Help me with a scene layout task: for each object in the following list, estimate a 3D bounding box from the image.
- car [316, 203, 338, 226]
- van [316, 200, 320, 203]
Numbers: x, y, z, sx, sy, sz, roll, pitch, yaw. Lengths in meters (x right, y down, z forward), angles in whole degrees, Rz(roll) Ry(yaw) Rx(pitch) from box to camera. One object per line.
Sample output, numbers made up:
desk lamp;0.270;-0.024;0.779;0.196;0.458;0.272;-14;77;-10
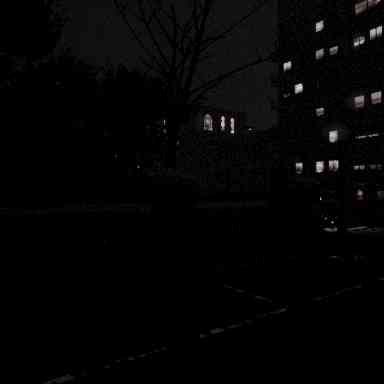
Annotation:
car;8.399;1.801;25.727;2.033;1.411;5.357;0;-1;-36
van;10.568;1.646;32.574;1.690;1.788;3.998;-1;0;-36
